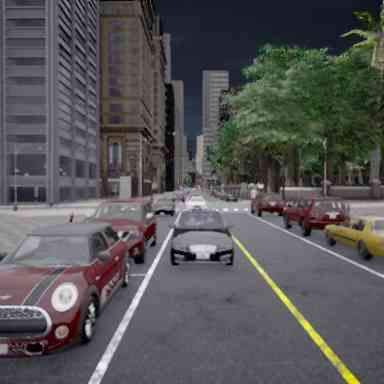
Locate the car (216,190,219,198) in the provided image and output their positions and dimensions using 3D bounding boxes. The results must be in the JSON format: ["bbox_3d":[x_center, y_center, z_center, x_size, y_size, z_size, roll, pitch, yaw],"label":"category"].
[{"bbox_3d":[6.367,0.694,65.358,1.967,1.590,4.097,0,1,0],"label":"car"}]

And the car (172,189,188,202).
[{"bbox_3d":[-2.199,0.699,54.568,2.192,1.841,5.009,0,1,0],"label":"car"}]

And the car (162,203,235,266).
[{"bbox_3d":[0.299,1.369,11.171,2.128,1.511,4.902,0,1,0],"label":"car"}]

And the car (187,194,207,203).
[{"bbox_3d":[0.477,1.178,32.145,1.812,1.442,4.674,0,1,0],"label":"car"}]

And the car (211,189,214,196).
[{"bbox_3d":[6.429,0.592,81.619,1.887,1.381,4.507,0,1,0],"label":"car"}]

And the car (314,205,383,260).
[{"bbox_3d":[6.162,1.404,11.673,1.752,1.417,4.829,0,1,0],"label":"car"}]

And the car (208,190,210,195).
[{"bbox_3d":[6.471,0.220,92.455,2.192,1.841,5.009,0,1,0],"label":"car"}]

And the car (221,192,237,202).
[{"bbox_3d":[6.326,0.953,54.520,1.947,1.339,4.313,0,1,0],"label":"car"}]

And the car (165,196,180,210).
[{"bbox_3d":[-2.301,1.264,28.013,1.947,1.339,4.313,0,1,0],"label":"car"}]

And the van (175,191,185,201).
[{"bbox_3d":[-2.178,0.659,59.988,1.690,1.788,3.998,0,1,0],"label":"van"}]

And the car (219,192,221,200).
[{"bbox_3d":[6.346,0.903,59.939,1.802,1.307,4.206,0,1,0],"label":"car"}]

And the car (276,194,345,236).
[{"bbox_3d":[6.182,1.137,16.987,2.192,1.841,5.009,0,1,0],"label":"car"}]

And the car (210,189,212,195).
[{"bbox_3d":[6.450,0.543,87.039,1.947,1.339,4.313,0,1,0],"label":"car"}]

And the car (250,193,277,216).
[{"bbox_3d":[6.224,1.017,27.960,2.192,1.841,5.009,0,1,0],"label":"car"}]

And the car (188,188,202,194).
[{"bbox_3d":[0.648,0.459,77.102,2.097,1.767,4.553,0,1,0],"label":"car"}]

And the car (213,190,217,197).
[{"bbox_3d":[6.409,0.699,76.199,1.802,1.307,4.206,0,1,0],"label":"car"}]

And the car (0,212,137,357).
[{"bbox_3d":[-2.385,1.374,6.062,1.967,1.590,4.097,0,1,0],"label":"car"}]

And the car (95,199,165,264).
[{"bbox_3d":[-2.364,1.192,11.548,2.192,1.841,5.009,0,1,0],"label":"car"}]
